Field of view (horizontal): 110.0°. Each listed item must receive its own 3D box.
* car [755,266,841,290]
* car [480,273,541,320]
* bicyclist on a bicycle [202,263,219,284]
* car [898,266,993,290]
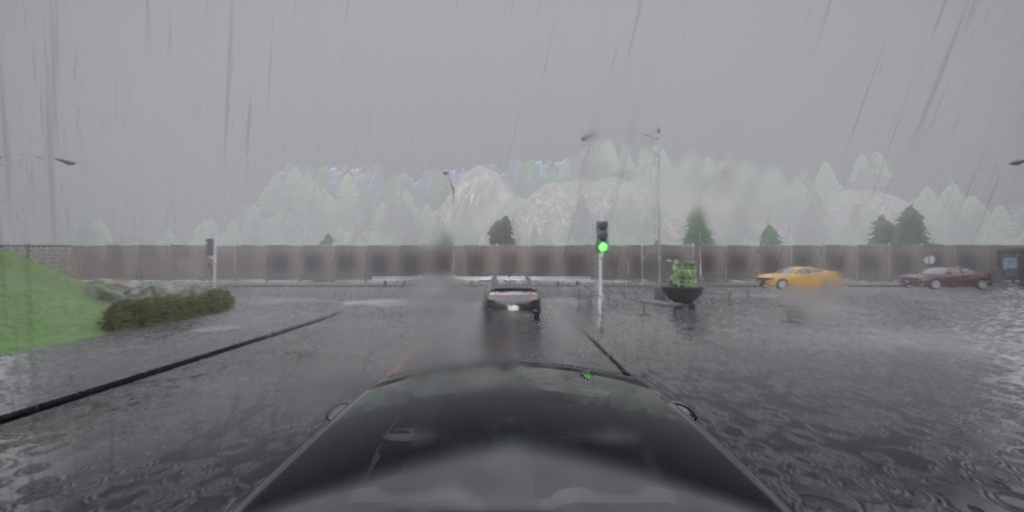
[{"bbox_3d":[19.350,1.467,24.415,5.008,1.535,1.882,0,-1,0],"label":"car"},{"bbox_3d":[-0.104,1.364,13.130,2.128,1.511,4.902,0,0,-4],"label":"car"},{"bbox_3d":[-24.026,1.383,28.598,0.582,1.620,1.656,0,0,0],"label":"bicyclist on a bicycle"},{"bbox_3d":[29.399,1.466,24.416,5.008,1.535,1.882,0,-1,0],"label":"car"}]
